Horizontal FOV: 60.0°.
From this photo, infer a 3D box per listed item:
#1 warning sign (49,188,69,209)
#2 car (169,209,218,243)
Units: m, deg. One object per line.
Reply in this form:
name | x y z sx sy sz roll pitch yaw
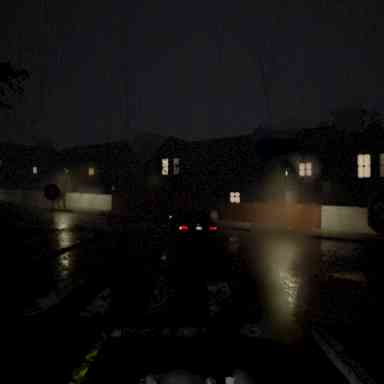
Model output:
warning sign | -12.281 0.563 30.676 1.060 1.860 1.300 -1 1 32
car | -0.054 1.541 16.216 2.033 1.411 5.357 2 0 -7
